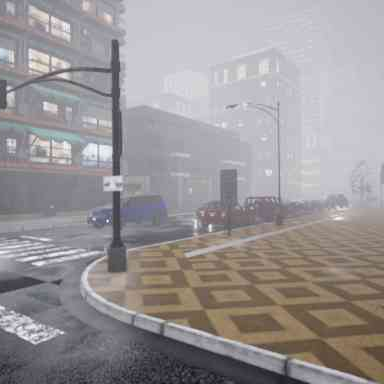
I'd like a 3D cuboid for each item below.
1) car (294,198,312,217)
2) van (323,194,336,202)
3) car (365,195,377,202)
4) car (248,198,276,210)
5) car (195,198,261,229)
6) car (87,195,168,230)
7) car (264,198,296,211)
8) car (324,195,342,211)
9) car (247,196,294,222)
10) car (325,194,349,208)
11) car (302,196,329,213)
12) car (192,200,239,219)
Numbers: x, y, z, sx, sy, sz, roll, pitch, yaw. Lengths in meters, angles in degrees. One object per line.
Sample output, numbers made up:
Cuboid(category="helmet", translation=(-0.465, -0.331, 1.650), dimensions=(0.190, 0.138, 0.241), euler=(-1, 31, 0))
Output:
Cuboid(category="car", translation=(8.976, 1.477, 29.861), dimensions=(1.802, 1.307, 4.206), euler=(-1, 0, 36))
Cuboid(category="van", translation=(29.178, 1.240, 70.555), dimensions=(1.690, 1.788, 3.998), euler=(-1, 0, 36))
Cuboid(category="car", translation=(35.523, 1.340, 65.879), dimensions=(1.887, 1.381, 4.507), euler=(-1, 0, 36))
Cuboid(category="car", translation=(9.169, 1.500, 43.404), dimensions=(1.752, 1.417, 4.829), euler=(-1, 0, 36))
Cuboid(category="car", translation=(2.338, 1.359, 20.857), dimensions=(1.967, 1.590, 4.097), euler=(-1, 0, 36))
Cuboid(category="car", translation=(-3.955, 1.218, 21.411), dimensions=(2.150, 2.045, 5.566), euler=(-1, 0, 38))
Cuboid(category="car", translation=(11.243, 1.489, 42.014), dimensions=(2.033, 1.411, 5.357), euler=(-1, 0, 37))
Cuboid(category="car", translation=(15.612, 1.421, 38.865), dimensions=(2.008, 1.369, 4.403), euler=(-1, 0, 36))
Cuboid(category="car", translation=(5.655, 1.222, 25.360), dimensions=(2.192, 1.841, 5.009), euler=(-1, 0, 36))
Cuboid(category="car", translation=(18.928, 1.173, 43.369), dimensions=(2.192, 1.841, 5.009), euler=(-1, 0, 36))
Cuboid(category="car", translation=(12.294, 1.427, 34.363), dimensions=(1.887, 1.381, 4.507), euler=(-1, 0, 36))
Cuboid(category="car", translation=(2.223, 1.479, 29.823), dimensions=(1.837, 1.490, 4.892), euler=(-1, 0, 37))
